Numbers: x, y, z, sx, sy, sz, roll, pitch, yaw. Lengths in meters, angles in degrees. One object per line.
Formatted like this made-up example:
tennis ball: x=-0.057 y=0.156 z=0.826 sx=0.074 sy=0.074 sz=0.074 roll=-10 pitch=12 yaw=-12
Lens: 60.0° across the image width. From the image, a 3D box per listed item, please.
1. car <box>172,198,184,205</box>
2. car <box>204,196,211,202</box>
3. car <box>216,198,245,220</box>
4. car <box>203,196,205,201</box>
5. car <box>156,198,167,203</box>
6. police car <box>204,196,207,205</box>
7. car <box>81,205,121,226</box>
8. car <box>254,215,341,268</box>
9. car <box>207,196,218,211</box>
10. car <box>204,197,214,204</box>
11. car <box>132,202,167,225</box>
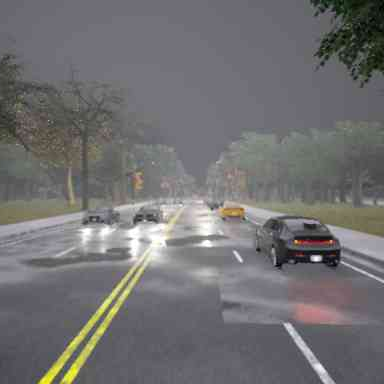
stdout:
car: x=-2.818 y=1.863 z=66.984 sx=1.812 sy=1.442 sz=4.674 roll=0 pitch=0 yaw=1
car: x=3.994 y=1.887 z=87.774 sx=1.801 sy=1.575 sz=5.366 roll=0 pitch=0 yaw=1
car: x=3.438 y=1.605 z=29.230 sx=1.882 sy=1.535 sz=5.008 roll=0 pitch=0 yaw=0
car: x=3.669 y=1.910 z=65.636 sx=1.895 sy=1.301 sz=4.718 roll=0 pitch=0 yaw=1
car: x=-6.081 y=1.831 z=65.977 sx=1.812 sy=1.442 sz=4.674 roll=0 pitch=0 yaw=1
police car: x=3.542 y=1.756 z=54.618 sx=2.038 sy=1.542 sz=4.974 roll=0 pitch=0 yaw=1
car: x=-6.534 y=1.668 z=24.282 sx=1.994 sy=1.385 sz=4.181 roll=0 pitch=0 yaw=0
car: x=3.366 y=1.553 z=11.405 sx=1.837 sy=1.490 sz=4.892 roll=0 pitch=0 yaw=0
car: x=3.437 y=1.548 z=43.599 sx=2.097 sy=1.767 sz=4.553 roll=0 pitch=0 yaw=0
car: x=3.818 y=1.915 z=76.595 sx=2.033 sy=1.411 sz=5.357 roll=0 pitch=0 yaw=1
car: x=-3.281 y=1.710 z=25.379 sx=1.895 sy=1.301 sz=4.718 roll=0 pitch=0 yaw=0
